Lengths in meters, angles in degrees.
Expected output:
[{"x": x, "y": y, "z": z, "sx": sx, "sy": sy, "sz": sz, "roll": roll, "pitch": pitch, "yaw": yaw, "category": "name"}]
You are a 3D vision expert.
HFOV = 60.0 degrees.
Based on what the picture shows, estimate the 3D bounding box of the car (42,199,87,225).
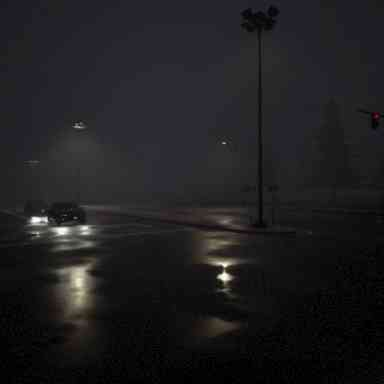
[{"x": -9.030, "y": 1.452, "z": 23.813, "sx": 1.837, "sy": 1.490, "sz": 4.892, "roll": -1, "pitch": 0, "yaw": -35, "category": "car"}]

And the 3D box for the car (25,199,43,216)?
[{"x": -14.967, "y": 1.437, "z": 32.386, "sx": 2.128, "sy": 1.511, "sz": 4.902, "roll": -1, "pitch": 0, "yaw": -34, "category": "car"}]
